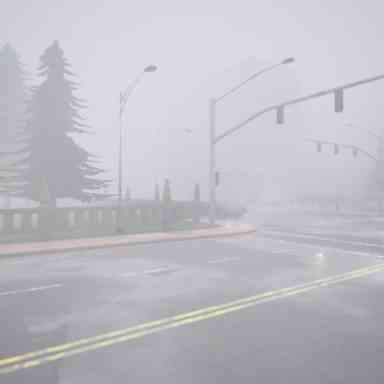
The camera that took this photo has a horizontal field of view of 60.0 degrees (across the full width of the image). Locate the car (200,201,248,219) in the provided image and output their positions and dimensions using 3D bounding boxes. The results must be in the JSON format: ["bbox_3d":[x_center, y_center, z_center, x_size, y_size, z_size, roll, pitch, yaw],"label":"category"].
[{"bbox_3d":[2.398,1.565,29.595,1.837,1.490,4.892,0,0,-35],"label":"car"}]

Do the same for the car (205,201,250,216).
[{"bbox_3d":[3.517,1.672,34.061,1.895,1.301,4.718,0,0,-35],"label":"car"}]

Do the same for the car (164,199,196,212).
[{"bbox_3d":[-1.569,1.635,41.218,1.994,1.385,4.181,0,0,-35],"label":"car"}]

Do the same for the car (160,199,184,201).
[{"bbox_3d":[-3.048,1.565,37.256,1.837,1.490,4.892,0,0,-35],"label":"car"}]
